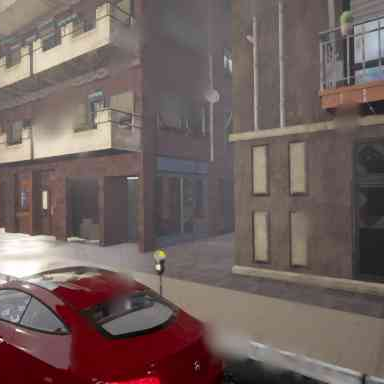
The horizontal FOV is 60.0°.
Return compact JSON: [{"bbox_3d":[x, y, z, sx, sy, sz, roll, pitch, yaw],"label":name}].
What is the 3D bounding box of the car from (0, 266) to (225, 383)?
[{"bbox_3d":[-1.613,1.583,3.999,4.206,1.307,1.802,0,-1,36],"label":"car"}]
